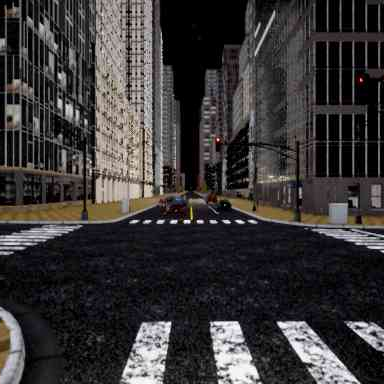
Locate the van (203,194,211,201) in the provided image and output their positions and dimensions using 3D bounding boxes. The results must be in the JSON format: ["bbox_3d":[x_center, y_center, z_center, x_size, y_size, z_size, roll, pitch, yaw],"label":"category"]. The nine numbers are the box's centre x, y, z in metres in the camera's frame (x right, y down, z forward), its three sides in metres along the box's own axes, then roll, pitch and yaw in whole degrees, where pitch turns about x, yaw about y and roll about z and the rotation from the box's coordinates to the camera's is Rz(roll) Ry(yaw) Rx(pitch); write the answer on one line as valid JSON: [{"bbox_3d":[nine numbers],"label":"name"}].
[{"bbox_3d":[3.677,1.312,80.439,1.690,1.788,3.998,0,0,0],"label":"van"}]

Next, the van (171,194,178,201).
[{"bbox_3d":[-4.203,1.312,80.402,1.690,1.788,3.998,0,0,0],"label":"van"}]

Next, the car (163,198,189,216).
[{"bbox_3d":[-1.517,1.577,33.078,1.994,1.385,4.181,0,0,0],"label":"car"}]

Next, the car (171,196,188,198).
[{"bbox_3d":[-1.569,1.607,44.817,1.895,1.301,4.718,0,0,0],"label":"car"}]

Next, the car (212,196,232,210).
[{"bbox_3d":[3.908,1.574,41.747,1.947,1.339,4.313,0,0,0],"label":"car"}]

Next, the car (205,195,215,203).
[{"bbox_3d":[3.729,1.424,69.384,1.967,1.590,4.097,0,0,0],"label":"car"}]

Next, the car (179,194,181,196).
[{"bbox_3d":[-1.585,1.536,65.220,2.033,1.411,5.357,0,0,0],"label":"car"}]

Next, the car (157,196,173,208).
[{"bbox_3d":[-4.048,1.587,47.236,1.802,1.307,4.206,0,0,0],"label":"car"}]

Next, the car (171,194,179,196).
[{"bbox_3d":[-4.125,1.556,63.819,1.947,1.339,4.313,0,0,0],"label":"car"}]

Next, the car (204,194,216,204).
[{"bbox_3d":[3.755,1.305,63.856,2.192,1.841,5.009,0,0,0],"label":"car"}]

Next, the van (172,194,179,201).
[{"bbox_3d":[-4.229,1.305,85.929,1.690,1.788,3.998,0,0,0],"label":"van"}]
